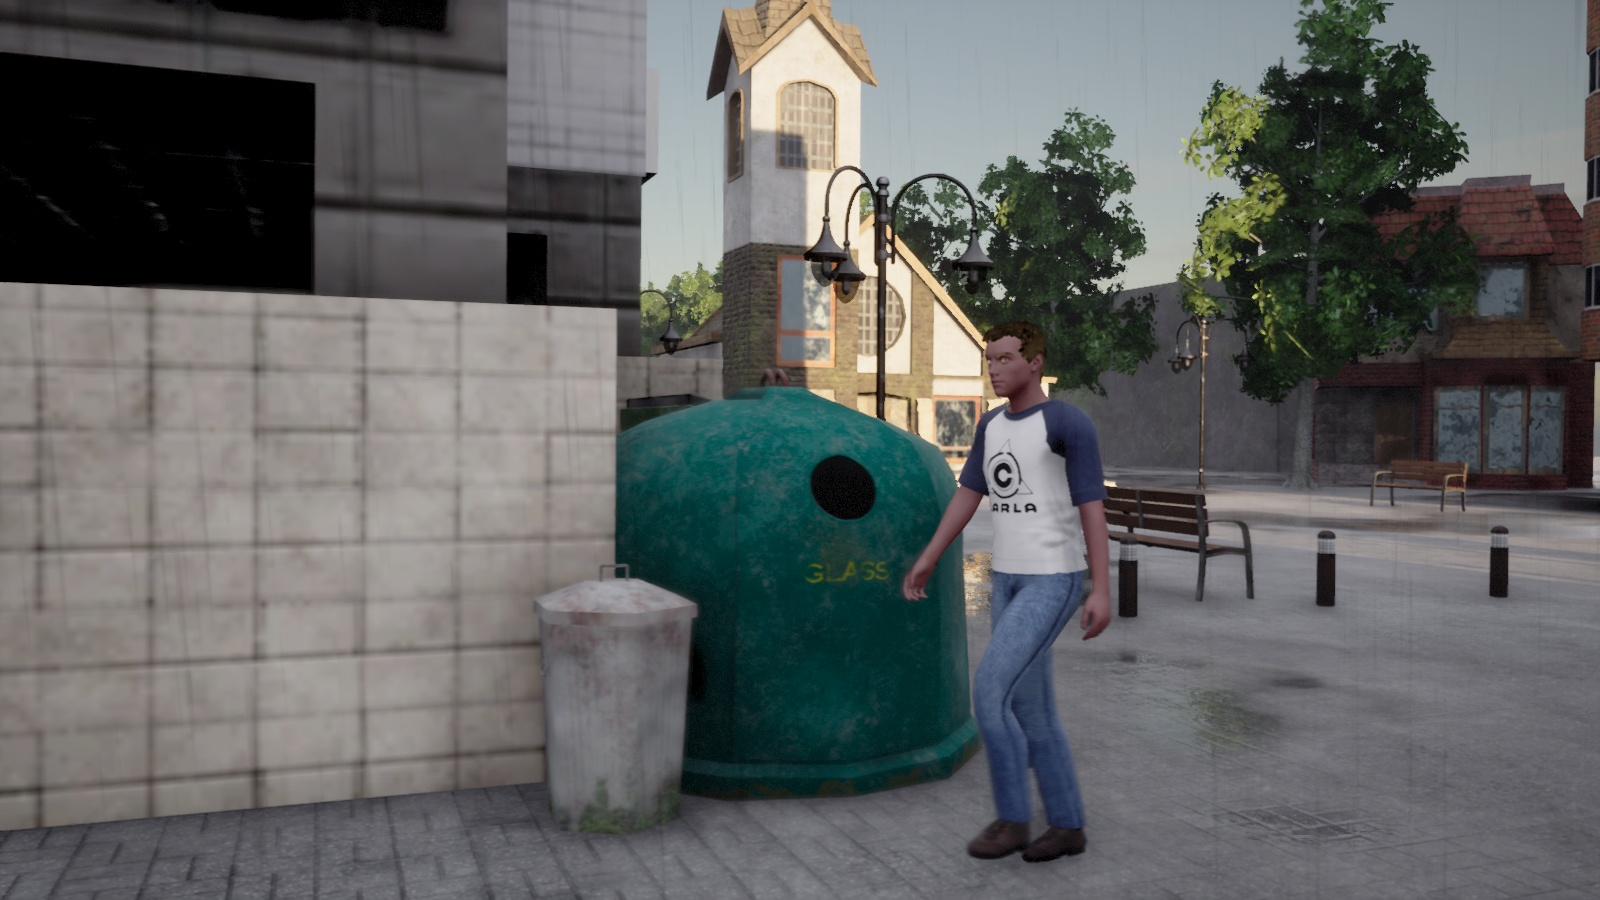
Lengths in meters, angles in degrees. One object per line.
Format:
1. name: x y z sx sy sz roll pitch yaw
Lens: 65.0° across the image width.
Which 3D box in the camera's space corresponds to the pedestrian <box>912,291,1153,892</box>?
1. pedestrian: 0.773 0.426 4.156 0.706 1.836 0.354 -1 1 -29
